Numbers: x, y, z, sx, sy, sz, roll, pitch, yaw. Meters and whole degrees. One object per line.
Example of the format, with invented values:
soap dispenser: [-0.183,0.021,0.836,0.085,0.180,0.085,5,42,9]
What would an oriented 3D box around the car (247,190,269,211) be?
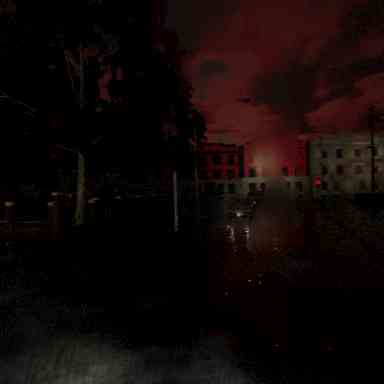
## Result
car: [6.859,0.841,35.130,2.150,2.045,5.566,-1,0,17]

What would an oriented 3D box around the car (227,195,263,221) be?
car: [3.863,1.246,24.978,2.128,1.511,4.902,-1,0,16]
